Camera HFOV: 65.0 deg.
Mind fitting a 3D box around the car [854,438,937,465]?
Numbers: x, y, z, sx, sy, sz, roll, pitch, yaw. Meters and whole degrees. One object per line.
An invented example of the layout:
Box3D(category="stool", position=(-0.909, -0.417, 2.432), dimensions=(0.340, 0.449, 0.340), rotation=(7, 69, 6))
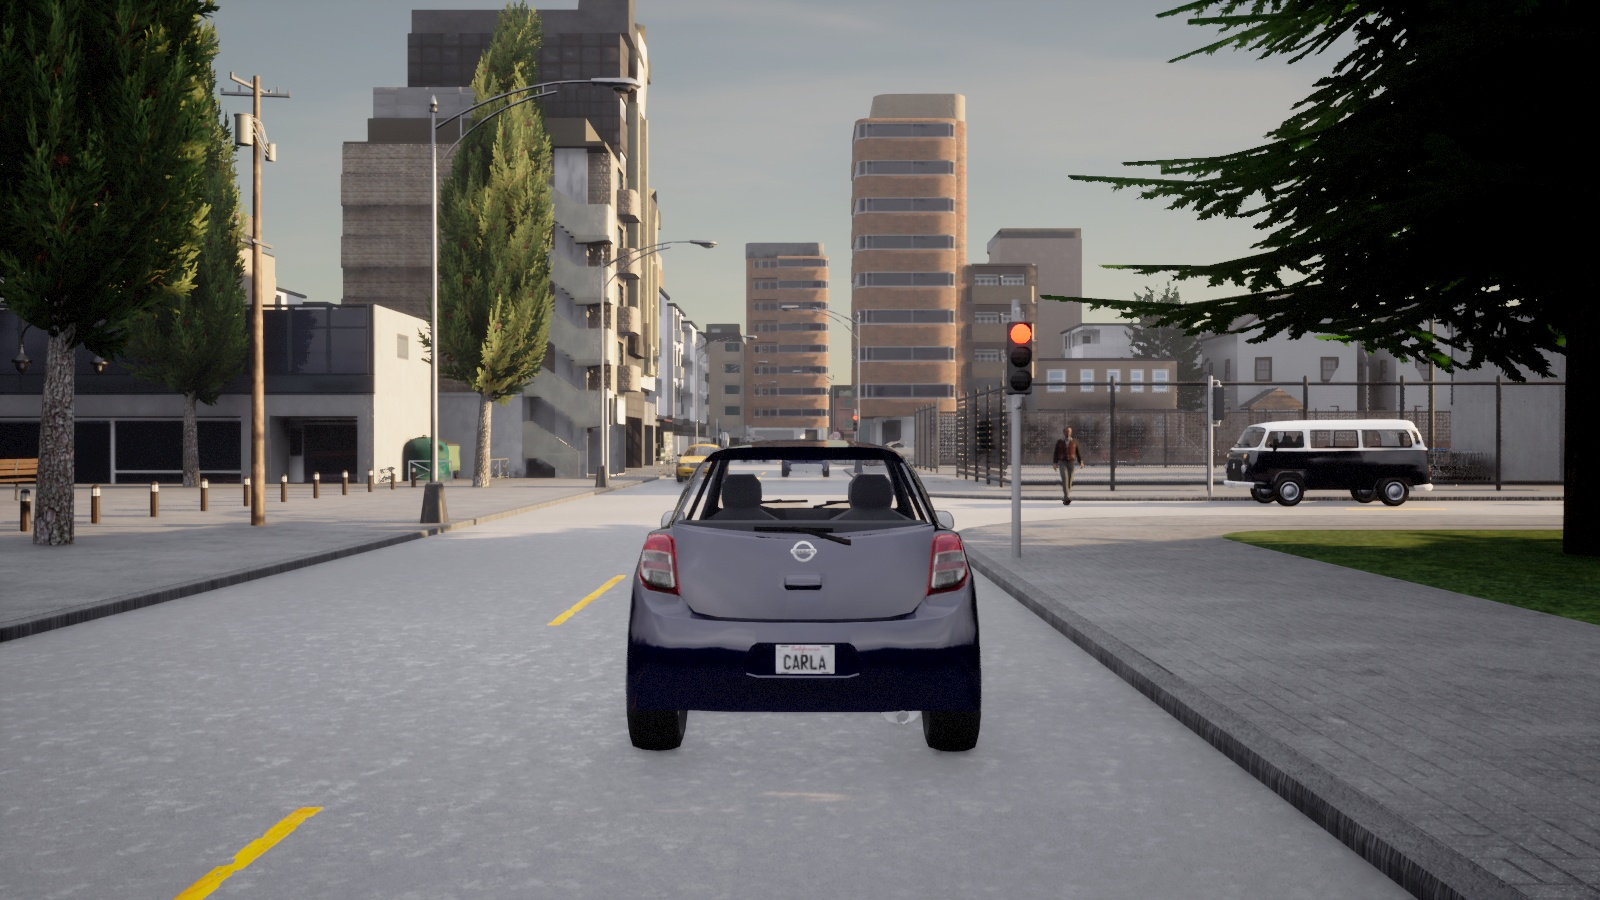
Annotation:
Box3D(category="car", position=(5.990, 0.083, 79.174), dimensions=(5.027, 1.651, 2.152), rotation=(0, 0, -3))

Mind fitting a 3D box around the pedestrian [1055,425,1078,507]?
Box3D(category="pedestrian", position=(6.067, 0.355, 28.593), dimensions=(0.376, 1.854, 0.720), rotation=(0, 0, 0))

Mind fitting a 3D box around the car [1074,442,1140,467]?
Box3D(category="car", position=(19.362, 0.293, 79.313), dimensions=(3.705, 1.549, 1.789), rotation=(0, 0, 0))

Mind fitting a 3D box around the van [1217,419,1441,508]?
Box3D(category="van", position=(12.562, 0.311, 30.034), dimensions=(4.480, 2.038, 2.069), rotation=(0, 0, 0))

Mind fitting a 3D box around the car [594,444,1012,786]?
Box3D(category="car", position=(0.036, 0.719, 7.361), dimensions=(1.845, 1.501, 3.633), rotation=(0, 0, 1))

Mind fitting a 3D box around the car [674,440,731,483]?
Box3D(category="car", position=(-3.769, 0.404, 49.318), dimensions=(1.801, 1.575, 5.366), rotation=(0, 0, 0))
